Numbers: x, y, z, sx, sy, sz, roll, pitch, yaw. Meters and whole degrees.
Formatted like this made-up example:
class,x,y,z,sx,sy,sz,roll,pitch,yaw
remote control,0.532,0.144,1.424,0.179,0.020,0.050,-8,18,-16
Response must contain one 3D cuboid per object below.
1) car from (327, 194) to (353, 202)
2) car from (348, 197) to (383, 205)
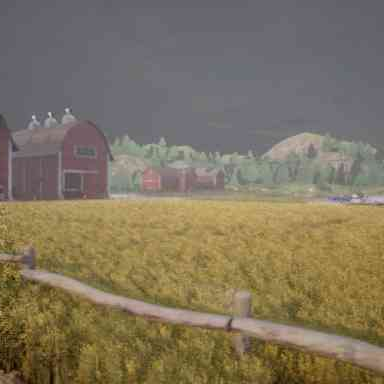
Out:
class,x,y,z,sx,sy,sz,roll,pitch,yaw
car,32.052,1.294,72.836,4.611,1.667,2.242,1,1,35
car,21.999,1.592,40.273,4.718,1.301,1.895,1,1,35
